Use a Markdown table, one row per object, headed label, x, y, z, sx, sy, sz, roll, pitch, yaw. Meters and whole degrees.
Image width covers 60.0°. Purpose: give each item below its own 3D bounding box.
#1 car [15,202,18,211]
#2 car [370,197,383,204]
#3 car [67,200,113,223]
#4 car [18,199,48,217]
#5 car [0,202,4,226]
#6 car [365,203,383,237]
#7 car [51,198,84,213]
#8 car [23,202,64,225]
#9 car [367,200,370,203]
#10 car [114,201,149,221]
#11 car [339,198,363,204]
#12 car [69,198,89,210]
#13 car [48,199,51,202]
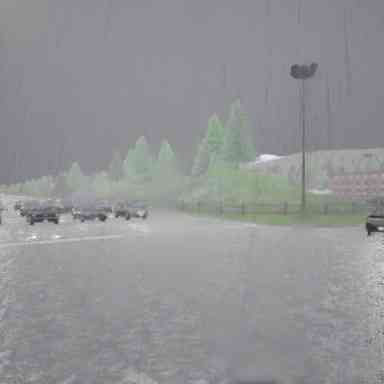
| label | x | y | z | sx | sy | sz | roll | pitch | yaw |
| --- | --- | --- | --- | --- | --- | --- | --- | --- | --- |
| car | -21.886 | 1.681 | 43.346 | 1.994 | 1.385 | 4.181 | 0 | 0 | -29 |
| car | 32.354 | 1.700 | 55.630 | 1.812 | 1.442 | 4.674 | 0 | 0 | -1 |
| car | -8.401 | 1.623 | 26.981 | 2.033 | 1.411 | 5.357 | 0 | 0 | -30 |
| car | -15.609 | 1.592 | 32.447 | 1.837 | 1.490 | 4.892 | 0 | 0 | -30 |
| car | -14.576 | 1.555 | 23.680 | 2.128 | 1.511 | 4.902 | 0 | 0 | -30 |
| car | 10.822 | 1.547 | 17.596 | 4.902 | 1.511 | 2.128 | 0 | 0 | -43 |
| car | -13.474 | 1.451 | 35.747 | 2.097 | 1.767 | 4.553 | 0 | 0 | -30 |
| car | -11.064 | 1.668 | 24.594 | 1.895 | 1.301 | 4.718 | 0 | 0 | -30 |
| car | 35.420 | 1.680 | 62.275 | 2.033 | 1.411 | 5.357 | 0 | 0 | -12 |
| car | -5.260 | 1.572 | 28.546 | 2.128 | 1.511 | 4.902 | 0 | 0 | -30 |
| car | 31.195 | 1.797 | 65.570 | 1.895 | 1.301 | 4.718 | 0 | 0 | -15 |
| car | -16.160 | 1.637 | 47.410 | 1.837 | 1.490 | 4.892 | 0 | 0 | -30 |
| car | -19.054 | 1.672 | 45.415 | 2.033 | 1.411 | 5.357 | 0 | 0 | -30 |
